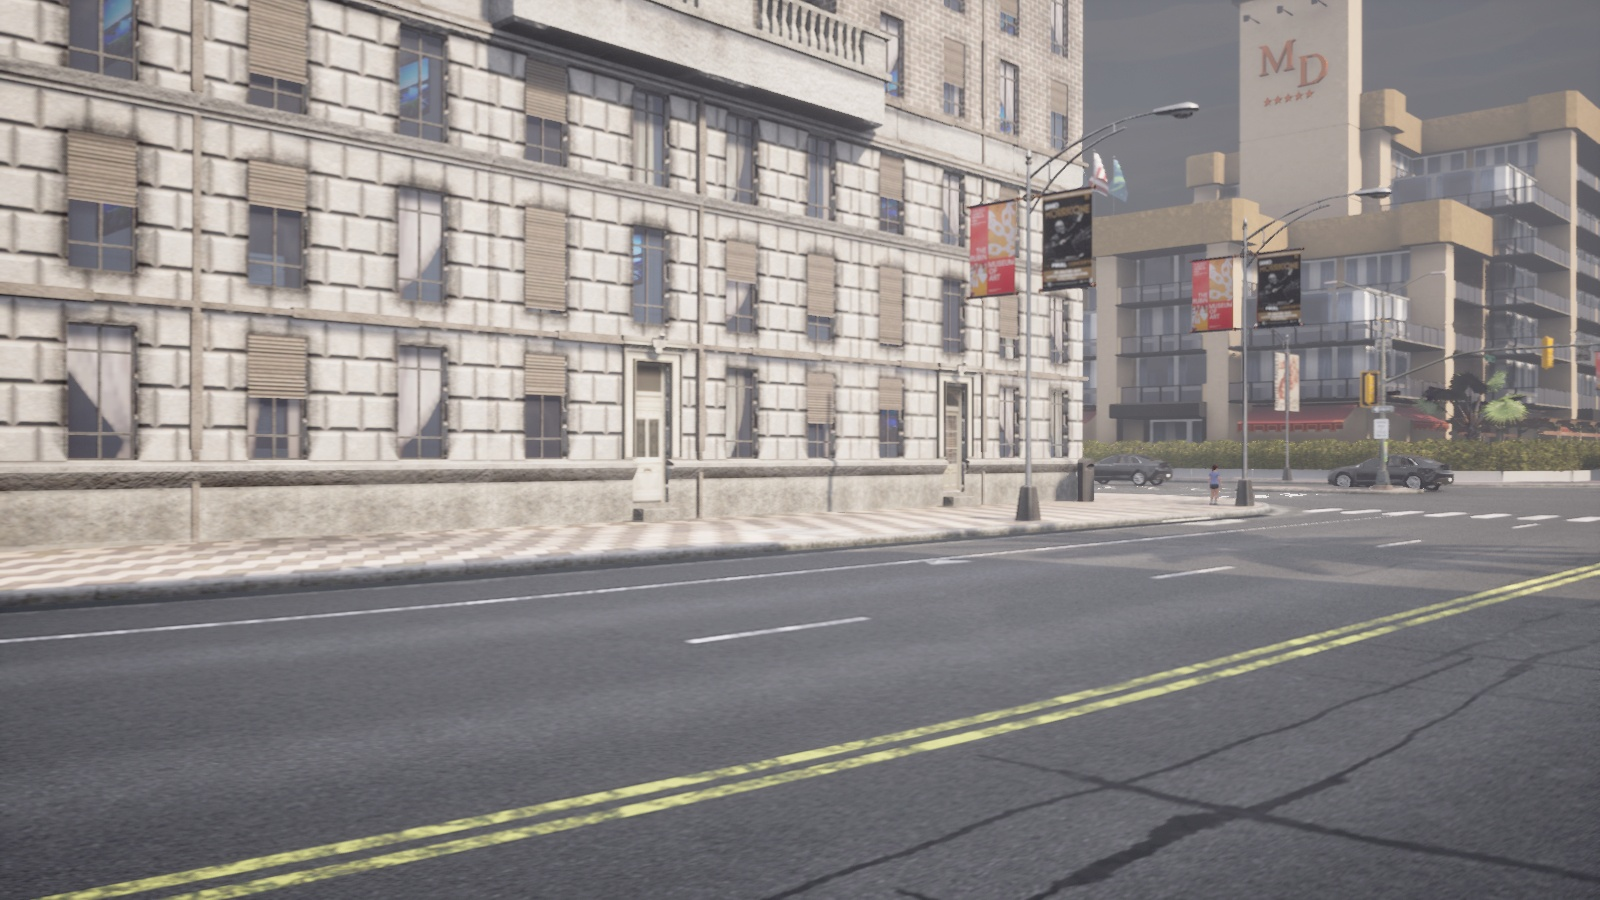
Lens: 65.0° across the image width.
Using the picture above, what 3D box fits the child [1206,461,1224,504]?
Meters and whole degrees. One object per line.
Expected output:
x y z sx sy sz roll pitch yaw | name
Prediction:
10.922 0.855 33.064 0.394 1.110 0.255 0 0 -37 | child

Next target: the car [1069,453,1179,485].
15.620 0.895 60.706 4.892 1.490 1.837 0 0 44 | car

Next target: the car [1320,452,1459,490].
24.429 0.847 52.144 1.837 1.490 4.892 0 0 -42 | car
